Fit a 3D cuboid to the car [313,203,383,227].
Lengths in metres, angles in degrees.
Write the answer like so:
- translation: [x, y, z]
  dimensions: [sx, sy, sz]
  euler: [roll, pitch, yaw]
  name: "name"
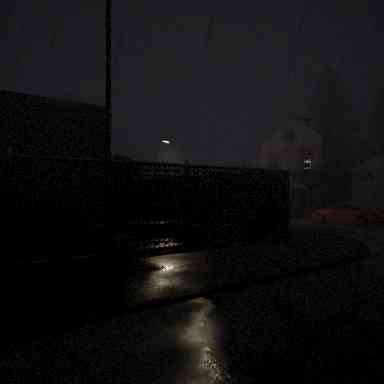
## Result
- translation: [10.729, 1.477, 22.787]
  dimensions: [1.882, 1.535, 5.008]
  euler: [-1, 0, -34]
  name: "car"
